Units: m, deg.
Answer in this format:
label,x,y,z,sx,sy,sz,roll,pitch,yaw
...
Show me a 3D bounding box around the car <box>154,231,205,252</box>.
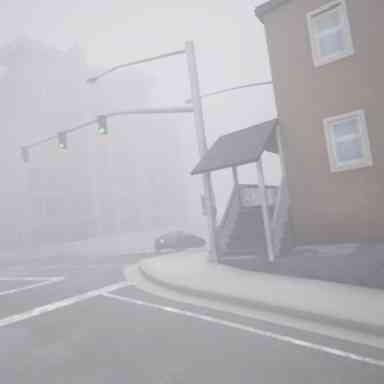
label,x,y,z,sx,sy,sz,roll,pitch,yaw
car,-0.844,3.557,24.114,1.994,1.385,4.181,-10,-13,35
